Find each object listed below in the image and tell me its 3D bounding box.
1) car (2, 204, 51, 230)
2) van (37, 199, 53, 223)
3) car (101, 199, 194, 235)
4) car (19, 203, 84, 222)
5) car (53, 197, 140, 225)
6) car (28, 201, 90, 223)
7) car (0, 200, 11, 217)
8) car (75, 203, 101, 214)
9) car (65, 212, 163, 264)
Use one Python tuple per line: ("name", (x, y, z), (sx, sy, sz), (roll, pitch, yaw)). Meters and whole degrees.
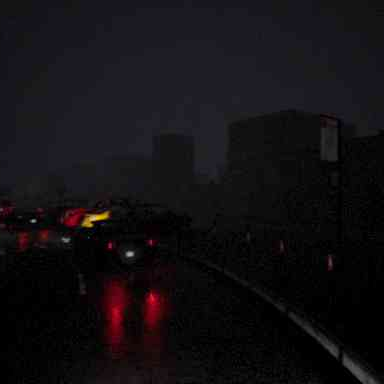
("car", (-11.686, 1.773, 23.297), (1.812, 1.442, 4.674), (0, -1, -39))
("van", (-9.836, 1.530, 26.945), (4.442, 1.987, 1.878), (0, -1, -39))
("car", (-2.070, 1.412, 17.606), (4.553, 1.767, 2.185), (0, -1, -39))
("car", (-13.360, 1.906, 31.746), (5.366, 1.575, 1.946), (0, -1, -39))
("car", (-5.852, 1.376, 22.206), (5.566, 2.045, 2.435), (0, -1, -39))
("car", (-11.687, 1.703, 29.351), (4.553, 1.767, 2.185), (0, -2, -39))
("car", (-18.891, 1.774, 32.181), (2.150, 2.045, 5.566), (0, -2, -39))
("car", (-3.977, 1.583, 19.965), (5.008, 1.535, 2.097), (0, -1, -39))
("car", (-3.031, 1.633, 12.056), (1.895, 1.301, 4.718), (0, 0, -31))
